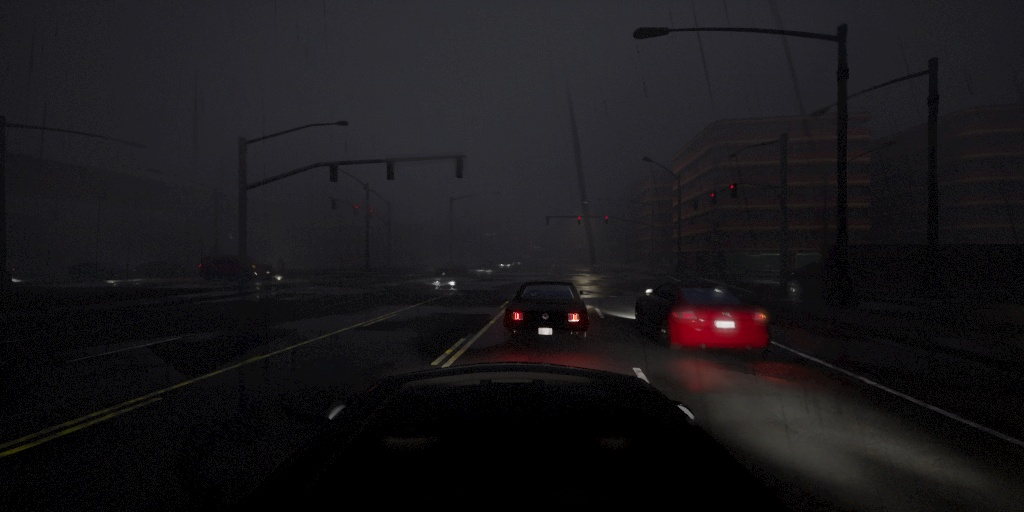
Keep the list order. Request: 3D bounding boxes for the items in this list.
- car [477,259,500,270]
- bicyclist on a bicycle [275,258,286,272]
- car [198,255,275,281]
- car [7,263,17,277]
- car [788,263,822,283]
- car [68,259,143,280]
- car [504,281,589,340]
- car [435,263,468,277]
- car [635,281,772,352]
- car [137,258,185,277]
[{"bbox_3d":[-3.488,1.141,50.300,2.033,1.411,5.357,0,1,8],"label":"car"},{"bbox_3d":[-26.263,1.053,40.776,0.582,1.620,1.656,0,0,7],"label":"bicyclist on a bicycle"},{"bbox_3d":[-22.403,0.971,29.250,5.566,2.045,2.150,0,0,7],"label":"car"},{"bbox_3d":[-49.438,1.351,34.483,4.718,1.301,1.895,0,0,32],"label":"car"},{"bbox_3d":[23.398,1.276,27.514,4.674,1.442,1.812,0,0,6],"label":"car"},{"bbox_3d":[-35.193,1.228,30.811,5.008,1.535,1.882,0,0,7],"label":"car"},{"bbox_3d":[1.035,1.351,10.003,1.895,1.301,4.718,0,0,8],"label":"car"},{"bbox_3d":[-5.807,1.307,34.598,1.895,1.301,4.718,0,0,10],"label":"car"},{"bbox_3d":[4.435,1.314,8.990,1.994,1.385,4.181,0,0,7],"label":"car"},{"bbox_3d":[-34.125,1.241,34.376,4.902,1.511,2.128,0,0,7],"label":"car"}]
